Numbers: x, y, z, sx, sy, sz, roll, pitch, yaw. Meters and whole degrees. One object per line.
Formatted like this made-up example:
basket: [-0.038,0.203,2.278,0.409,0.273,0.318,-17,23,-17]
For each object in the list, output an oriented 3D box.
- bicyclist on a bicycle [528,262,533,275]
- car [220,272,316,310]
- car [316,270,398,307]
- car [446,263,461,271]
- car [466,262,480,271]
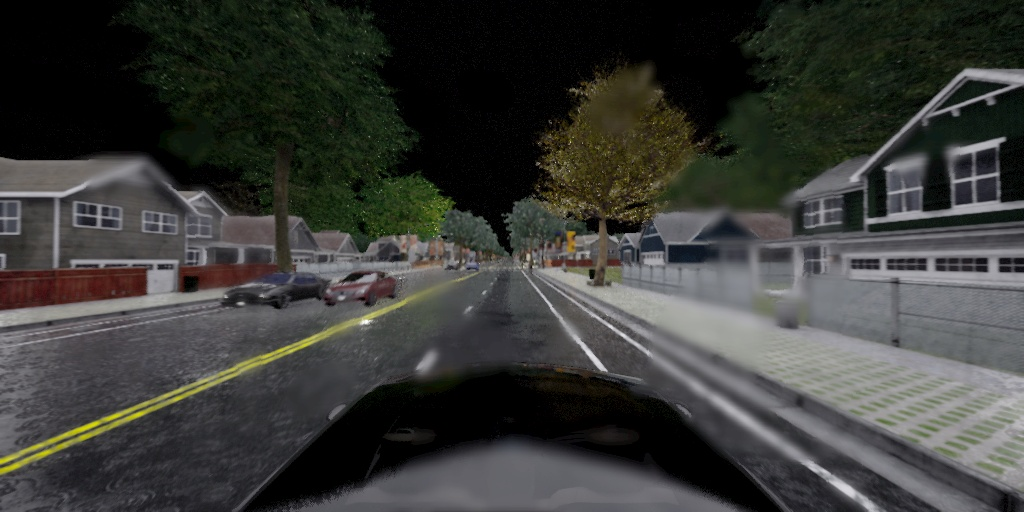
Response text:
bicyclist on a bicycle: [2.258,1.519,43.430,0.582,1.620,1.656,0,-1,0]
car: [-9.847,1.403,15.733,2.033,1.411,5.357,0,0,0]
car: [-6.607,1.385,16.244,1.812,1.442,4.674,0,0,0]
car: [-9.740,1.792,59.712,2.033,1.411,5.357,0,0,0]
car: [-6.490,1.712,59.712,1.882,1.535,5.008,0,0,0]
